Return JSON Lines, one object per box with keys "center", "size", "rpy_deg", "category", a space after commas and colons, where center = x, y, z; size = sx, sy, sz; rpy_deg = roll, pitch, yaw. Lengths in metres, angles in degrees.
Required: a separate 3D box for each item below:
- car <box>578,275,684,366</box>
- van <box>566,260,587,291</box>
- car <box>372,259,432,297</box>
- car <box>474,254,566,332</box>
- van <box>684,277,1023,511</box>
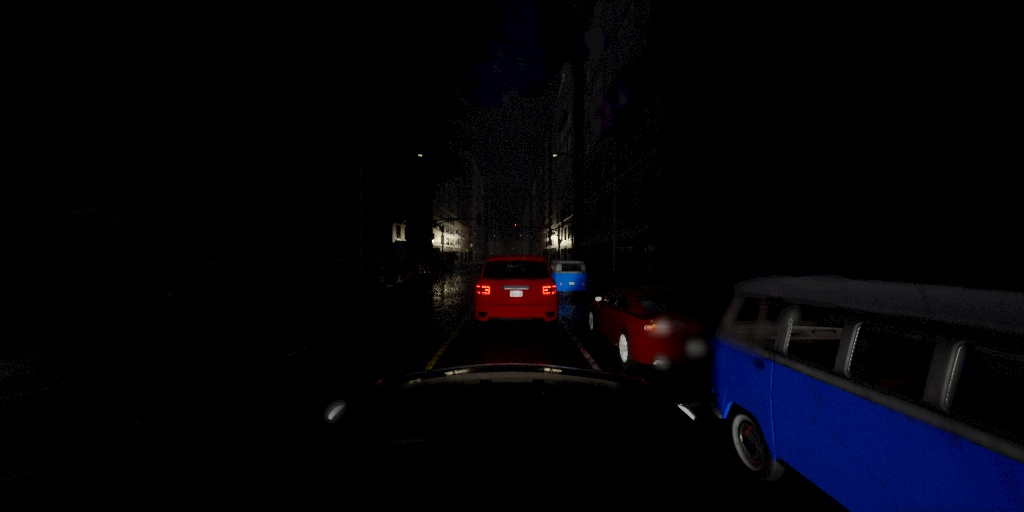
{"center": [2.867, 1.294, 7.793], "size": [1.888, 1.381, 4.507], "rpy_deg": [0, 0, 0], "category": "car"}
{"center": [2.889, 1.086, 19.114], "size": [1.690, 1.789, 3.998], "rpy_deg": [0, 0, 0], "category": "van"}
{"center": [-5.636, 1.059, 19.090], "size": [2.192, 1.841, 5.009], "rpy_deg": [0, 0, 0], "category": "car"}
{"center": [0.118, 0.970, 11.016], "size": [2.150, 2.045, 5.566], "rpy_deg": [0, 0, 0], "category": "car"}
{"center": [2.856, 1.091, 2.132], "size": [1.690, 1.789, 3.998], "rpy_deg": [0, 0, 0], "category": "van"}
